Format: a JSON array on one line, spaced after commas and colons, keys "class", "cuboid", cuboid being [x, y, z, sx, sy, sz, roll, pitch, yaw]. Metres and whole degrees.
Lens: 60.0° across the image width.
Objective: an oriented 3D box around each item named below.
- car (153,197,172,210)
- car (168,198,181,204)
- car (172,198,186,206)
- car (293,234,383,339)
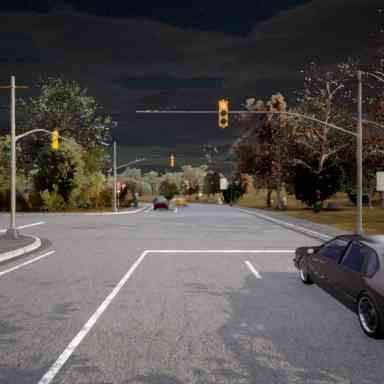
[{"class": "car", "cuboid": [-3.960, 1.677, 43.422, 1.895, 1.301, 4.718, 0, -1, -2]}, {"class": "car", "cuboid": [-4.399, 2.365, 83.347, 1.812, 1.442, 4.674, 0, -1, -22]}, {"class": "car", "cuboid": [-2.301, 1.879, 62.606, 1.882, 1.535, 5.008, 0, -1, -10]}, {"class": "car", "cuboid": [3.611, 1.547, 6.493, 2.033, 1.411, 5.357, 0, 0, 0]}]
